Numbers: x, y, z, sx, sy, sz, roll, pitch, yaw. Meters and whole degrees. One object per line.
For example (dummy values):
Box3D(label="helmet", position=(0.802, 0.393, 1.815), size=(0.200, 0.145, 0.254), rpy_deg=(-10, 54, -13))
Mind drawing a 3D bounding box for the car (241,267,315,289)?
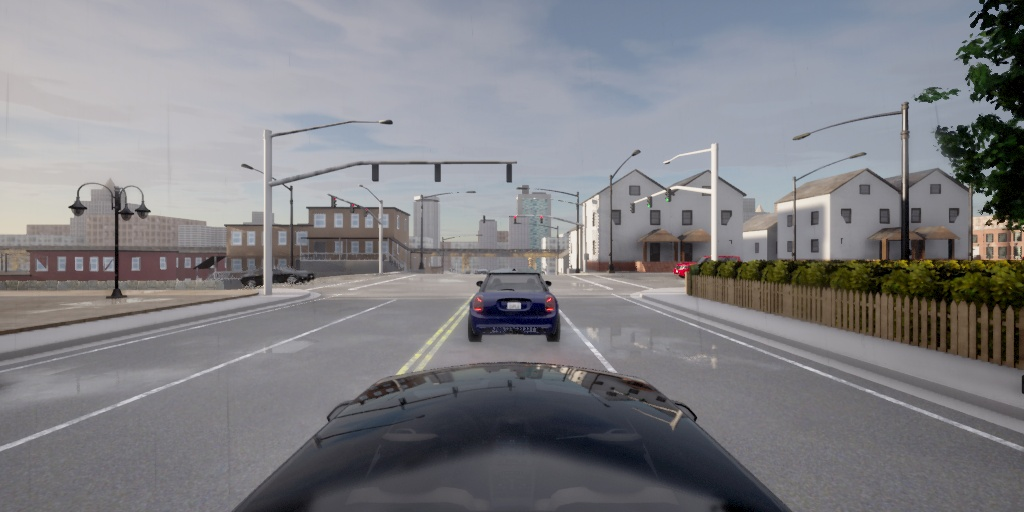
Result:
Box3D(label="car", position=(-17.460, 1.532, 26.814), size=(4.892, 1.490, 1.837), rpy_deg=(-6, 0, -1))

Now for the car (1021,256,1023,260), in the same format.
Box3D(label="car", position=(42.784, 0.971, 27.774), size=(5.566, 2.045, 2.150), rpy_deg=(0, 0, -1))

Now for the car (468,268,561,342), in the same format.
Box3D(label="car", position=(0.055, 1.102, 9.942), size=(2.097, 1.767, 4.553), rpy_deg=(0, 0, 0))

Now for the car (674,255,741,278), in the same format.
Box3D(label="car", position=(17.042, 0.971, 31.060), size=(5.566, 2.045, 2.150), rpy_deg=(0, 0, -1))
